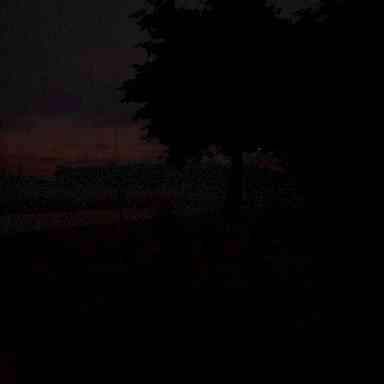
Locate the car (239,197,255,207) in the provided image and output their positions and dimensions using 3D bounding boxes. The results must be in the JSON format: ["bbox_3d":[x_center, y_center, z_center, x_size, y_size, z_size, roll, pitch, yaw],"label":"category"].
[{"bbox_3d":[8.701,1.540,53.739,1.812,1.442,4.674,3,1,31],"label":"car"}]

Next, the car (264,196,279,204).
[{"bbox_3d":[15.865,1.593,66.081,2.033,1.411,5.357,3,1,29],"label":"car"}]
